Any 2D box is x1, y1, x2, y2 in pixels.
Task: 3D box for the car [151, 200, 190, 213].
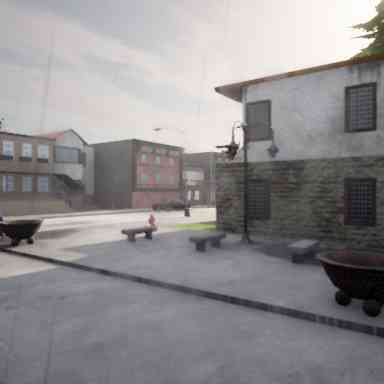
[{"bbox_3d":[-2.292,1.505,36.563,1.895,1.301,4.718,0,0,36],"label":"car"}]
